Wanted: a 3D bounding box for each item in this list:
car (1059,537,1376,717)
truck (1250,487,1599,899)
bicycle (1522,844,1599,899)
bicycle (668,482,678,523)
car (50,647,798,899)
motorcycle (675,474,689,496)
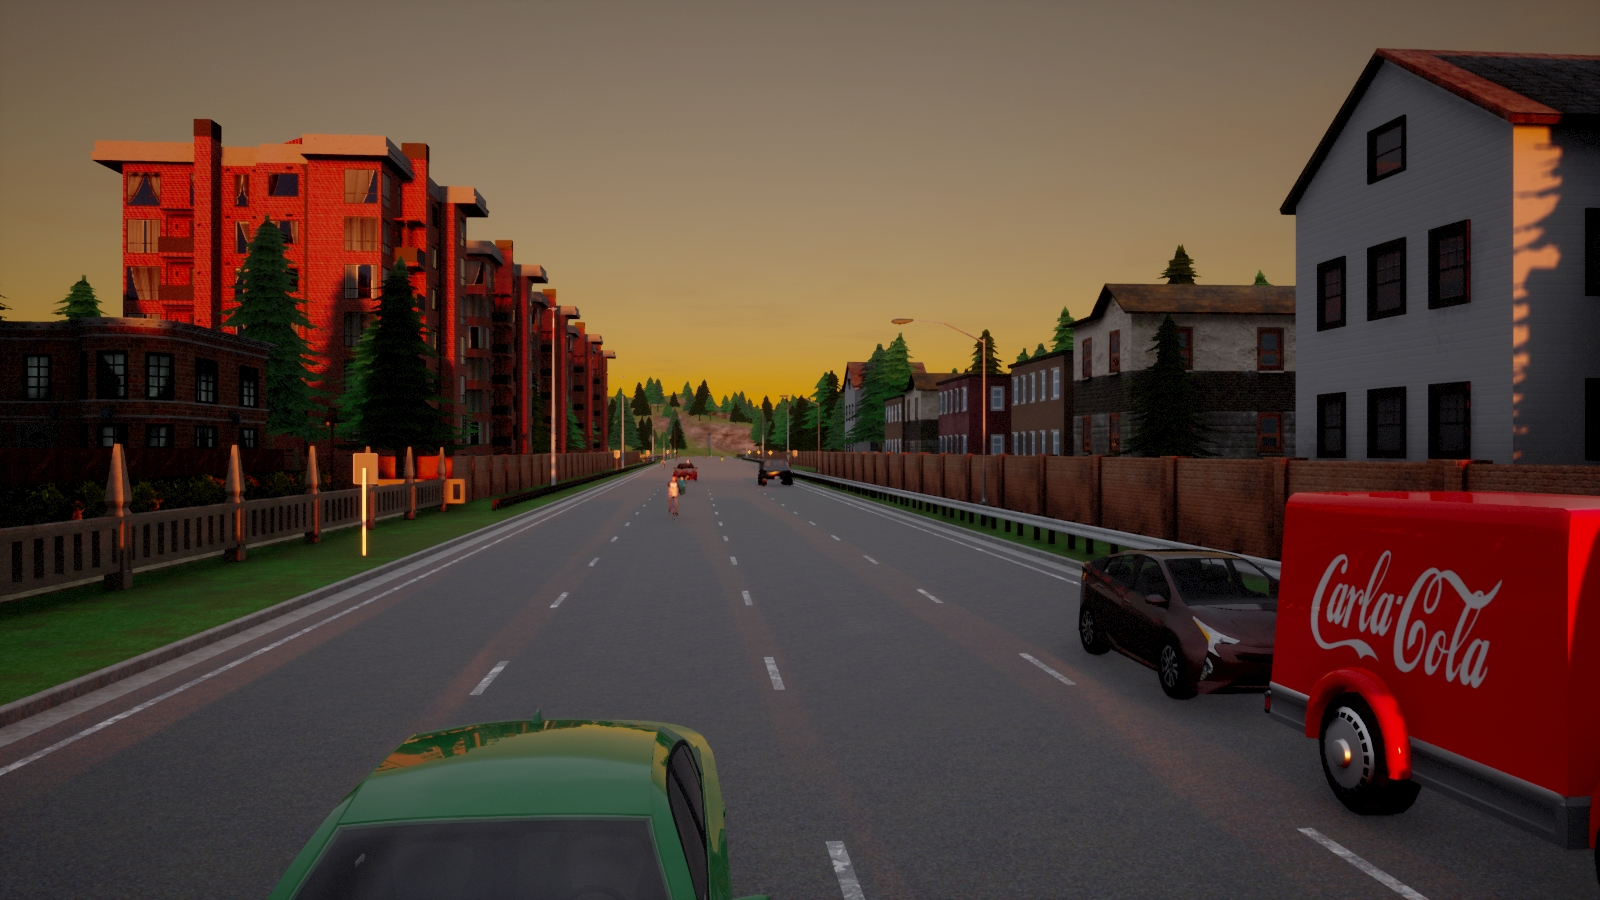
[{"bbox_3d":[4.945,2.040,14.354,2.007,1.525,4.514,0,0,-5],"label":"car"},{"bbox_3d":[5.566,1.568,7.740,2.627,2.467,5.204,0,0,-5],"label":"truck"},{"bbox_3d":[2.623,2.056,2.959,0.373,1.496,1.643,0,0,-4],"label":"bicycle"},{"bbox_3d":[-4.997,2.056,45.024,0.373,1.496,1.643,0,0,-5],"label":"bicycle"},{"bbox_3d":[-1.202,2.034,4.748,2.097,1.535,5.006,0,0,-5],"label":"car"},{"bbox_3d":[-7.215,2.142,69.788,0.856,1.316,1.805,0,0,-5],"label":"motorcycle"}]
